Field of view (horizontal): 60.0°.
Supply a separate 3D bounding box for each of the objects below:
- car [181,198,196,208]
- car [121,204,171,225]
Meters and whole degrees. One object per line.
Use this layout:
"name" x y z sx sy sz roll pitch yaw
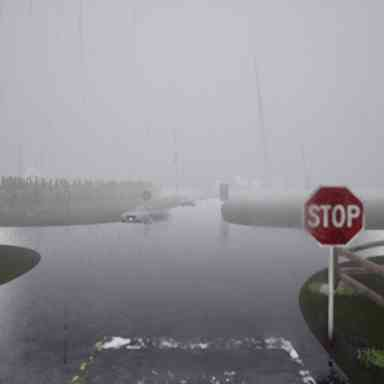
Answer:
"car" -0.470 1.542 47.828 1.895 1.301 4.718 0 0 5
"car" -3.197 1.580 23.878 1.994 1.385 4.181 1 1 25
